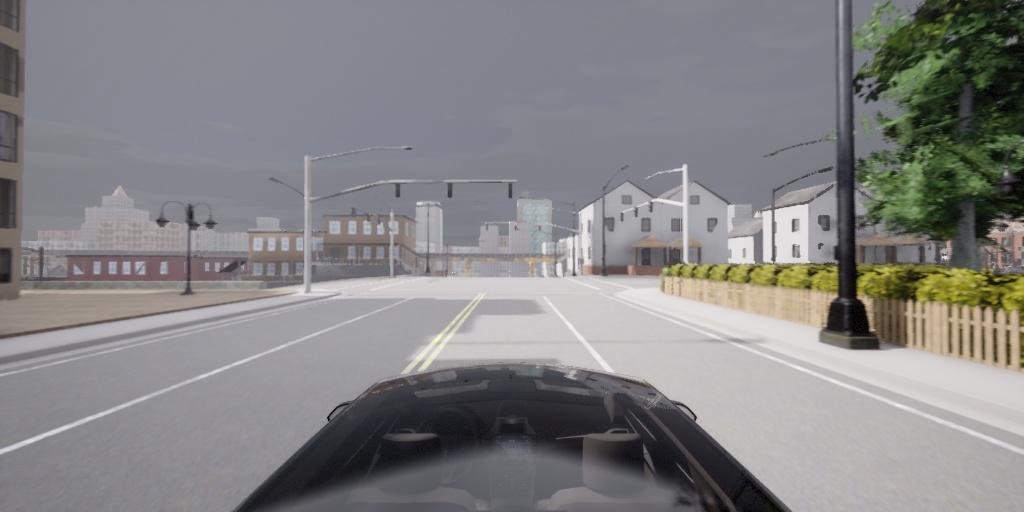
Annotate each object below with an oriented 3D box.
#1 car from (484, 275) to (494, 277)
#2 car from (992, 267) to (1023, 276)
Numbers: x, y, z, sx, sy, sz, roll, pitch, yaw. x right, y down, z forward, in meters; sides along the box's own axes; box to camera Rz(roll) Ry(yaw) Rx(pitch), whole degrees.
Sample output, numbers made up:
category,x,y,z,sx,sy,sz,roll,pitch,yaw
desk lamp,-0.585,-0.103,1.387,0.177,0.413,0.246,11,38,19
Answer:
category,x,y,z,sx,sy,sz,roll,pitch,yaw
car,-3.406,3.521,54.148,2.033,1.411,5.357,0,-9,-2
car,48.706,1.745,34.619,4.181,1.385,1.994,0,-1,-1
